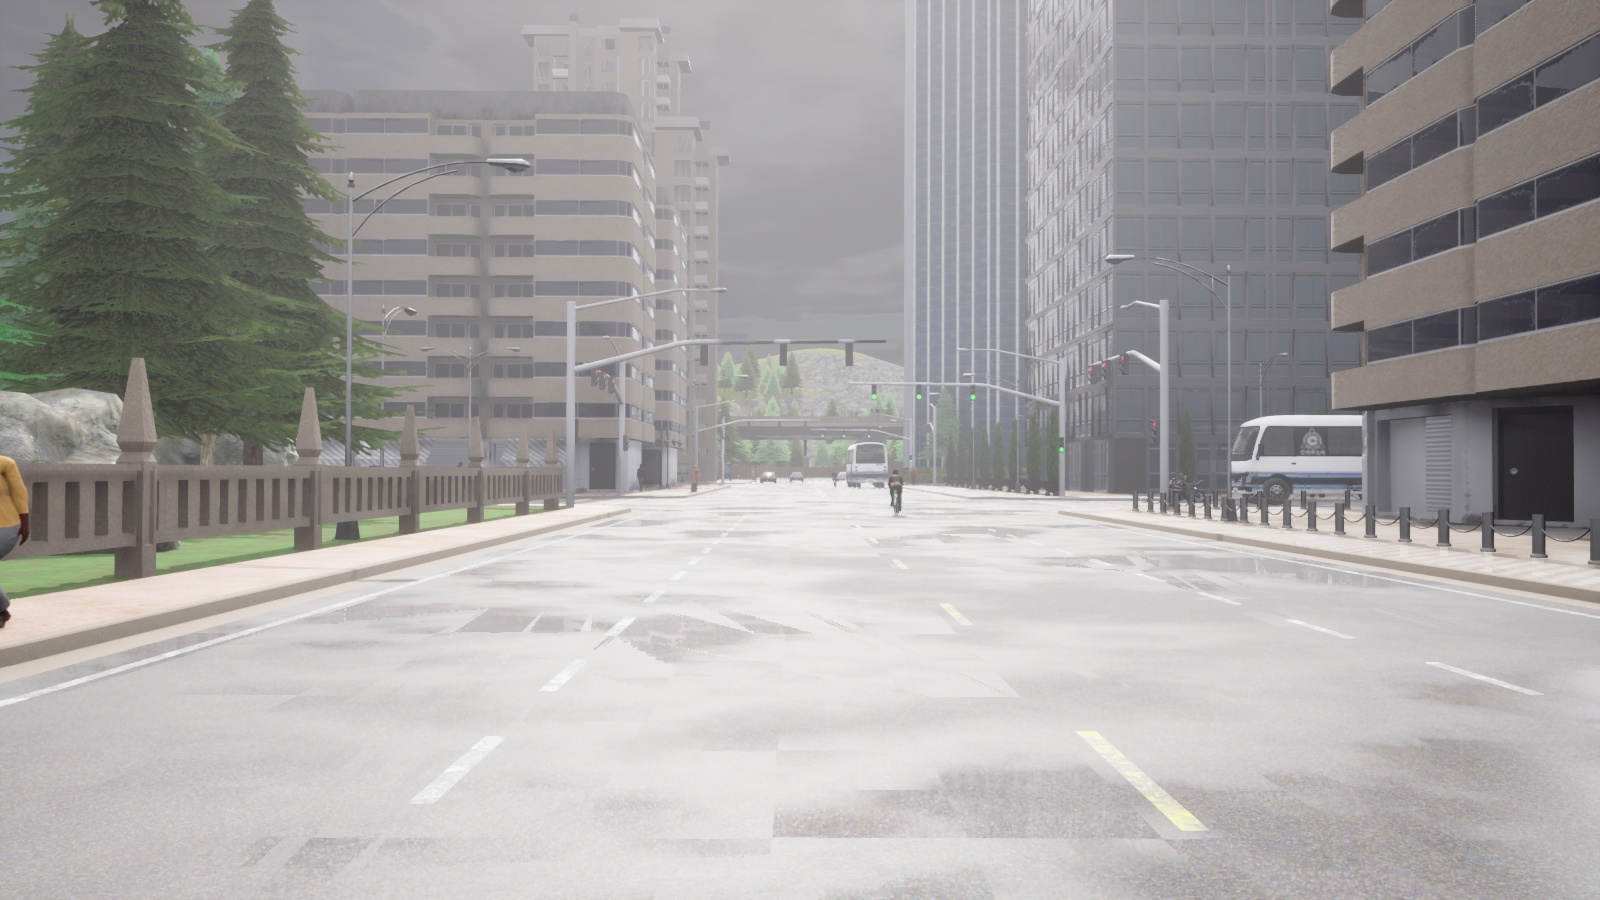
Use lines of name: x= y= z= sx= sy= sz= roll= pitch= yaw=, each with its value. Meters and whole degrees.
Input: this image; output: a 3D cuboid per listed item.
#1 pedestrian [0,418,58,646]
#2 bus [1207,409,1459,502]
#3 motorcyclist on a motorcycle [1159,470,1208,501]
pedestrian: x=-6.965 y=0.679 z=10.606 sx=0.874 sy=1.855 sz=0.900 roll=0 pitch=-1 yaw=-2
bus: x=25.076 y=0.280 z=59.561 sx=10.273 sy=4.253 sz=3.944 roll=0 pitch=-1 yaw=0
motorcyclist on a motorcycle: x=19.262 y=1.773 z=63.053 sx=2.191 sy=1.530 sz=0.866 roll=0 pitch=-1 yaw=0
